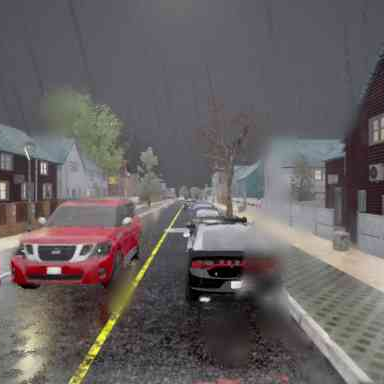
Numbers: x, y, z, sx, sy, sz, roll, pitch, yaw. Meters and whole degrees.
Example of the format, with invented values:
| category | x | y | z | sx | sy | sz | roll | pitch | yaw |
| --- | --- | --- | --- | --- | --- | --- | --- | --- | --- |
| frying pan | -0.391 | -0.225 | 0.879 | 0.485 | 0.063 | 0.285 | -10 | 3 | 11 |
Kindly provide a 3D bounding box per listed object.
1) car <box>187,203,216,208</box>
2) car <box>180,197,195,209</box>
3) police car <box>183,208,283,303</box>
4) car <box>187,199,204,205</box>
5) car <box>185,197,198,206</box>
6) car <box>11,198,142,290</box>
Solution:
| category | x | y | z | sx | sy | sz | roll | pitch | yaw |
| --- | --- | --- | --- | --- | --- | --- | --- | --- | --- |
| car | 0.782 | 1.536 | 18.311 | 1.812 | 1.442 | 4.674 | 0 | 0 | 0 |
| car | -0.085 | 1.595 | 44.897 | 2.128 | 1.511 | 4.902 | 0 | 0 | 1 |
| police car | 0.805 | 1.426 | 8.420 | 1.930 | 1.638 | 5.238 | 0 | 0 | 0 |
| car | 0.768 | 1.500 | 24.312 | 1.882 | 1.535 | 5.008 | 0 | 0 | 0 |
| car | -0.136 | 1.679 | 58.084 | 2.128 | 1.511 | 4.902 | 0 | 0 | 0 |
| car | -2.772 | 1.223 | 9.432 | 2.150 | 2.045 | 5.566 | 0 | 0 | 0 |
